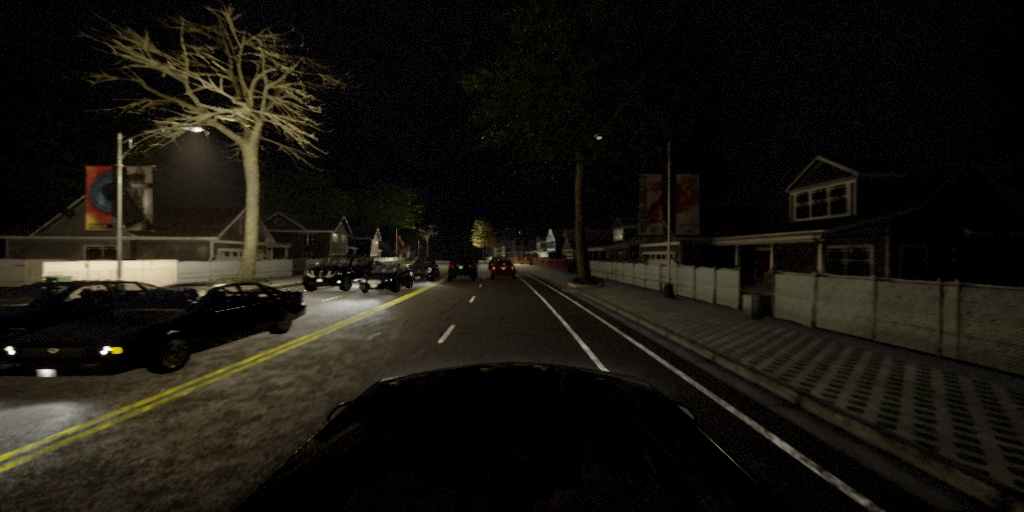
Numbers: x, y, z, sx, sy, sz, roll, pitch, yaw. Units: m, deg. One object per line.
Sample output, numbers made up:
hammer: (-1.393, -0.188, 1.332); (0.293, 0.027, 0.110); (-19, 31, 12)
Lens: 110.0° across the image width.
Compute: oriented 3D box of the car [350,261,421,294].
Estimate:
car: (-6.936, 1.213, 20.252); (2.128, 1.511, 4.902); (0, 0, -2)

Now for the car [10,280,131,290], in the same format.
car: (-9.900, 1.268, 8.089); (2.033, 1.411, 5.357); (0, 0, -1)

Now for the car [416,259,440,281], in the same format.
car: (-7.258, 1.065, 29.579); (2.097, 1.767, 4.553); (0, 0, -3)

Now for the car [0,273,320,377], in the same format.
car: (-6.650, 1.278, 7.762); (2.033, 1.411, 5.357); (0, 0, -1)

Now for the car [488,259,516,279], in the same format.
car: (-0.839, 1.080, 32.058); (2.097, 1.767, 4.553); (0, 0, -3)

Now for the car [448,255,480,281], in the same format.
car: (-3.986, 0.946, 29.665); (2.150, 2.045, 5.566); (0, 0, -3)

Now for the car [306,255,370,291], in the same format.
car: (-10.231, 0.933, 21.636); (2.150, 2.045, 5.566); (0, 0, -2)
